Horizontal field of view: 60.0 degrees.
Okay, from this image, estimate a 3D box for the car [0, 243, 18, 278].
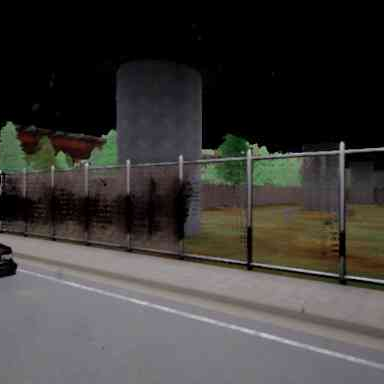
[{"bbox_3d":[-6.637,1.549,8.675,5.357,1.411,2.033,0,0,36],"label":"car"}]
